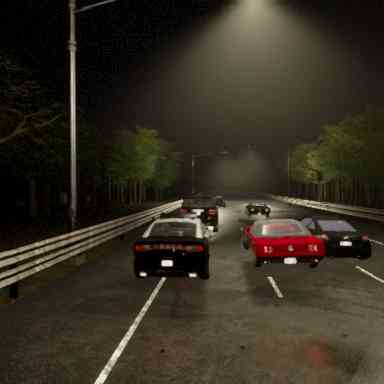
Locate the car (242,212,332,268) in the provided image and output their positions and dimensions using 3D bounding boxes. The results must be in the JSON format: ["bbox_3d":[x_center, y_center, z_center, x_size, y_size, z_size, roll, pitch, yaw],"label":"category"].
[{"bbox_3d":[2.833,1.585,11.226,1.895,1.301,4.718,-3,-1,4],"label":"car"}]

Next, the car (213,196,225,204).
[{"bbox_3d":[5.211,1.471,64.245,2.128,1.511,4.902,0,0,5],"label":"car"}]

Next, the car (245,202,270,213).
[{"bbox_3d":[6.078,1.590,31.182,1.895,1.301,4.718,0,0,5],"label":"car"}]

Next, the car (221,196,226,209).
[{"bbox_3d":[3.762,1.532,46.419,2.033,1.411,5.357,0,0,5],"label":"car"}]

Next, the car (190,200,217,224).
[{"bbox_3d":[0.990,1.470,25.984,1.882,1.535,5.008,0,0,5],"label":"car"}]

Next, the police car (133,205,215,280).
[{"bbox_3d":[-0.380,1.422,10.159,1.930,1.638,5.238,0,0,4],"label":"police car"}]

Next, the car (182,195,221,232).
[{"bbox_3d":[0.507,1.217,20.032,2.150,2.045,5.566,0,0,5],"label":"car"}]

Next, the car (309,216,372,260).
[{"bbox_3d":[4.826,1.574,12.493,1.994,1.385,4.181,1,1,-1],"label":"car"}]
